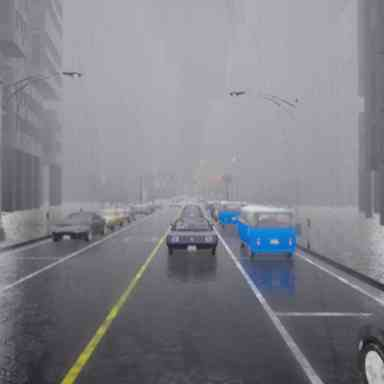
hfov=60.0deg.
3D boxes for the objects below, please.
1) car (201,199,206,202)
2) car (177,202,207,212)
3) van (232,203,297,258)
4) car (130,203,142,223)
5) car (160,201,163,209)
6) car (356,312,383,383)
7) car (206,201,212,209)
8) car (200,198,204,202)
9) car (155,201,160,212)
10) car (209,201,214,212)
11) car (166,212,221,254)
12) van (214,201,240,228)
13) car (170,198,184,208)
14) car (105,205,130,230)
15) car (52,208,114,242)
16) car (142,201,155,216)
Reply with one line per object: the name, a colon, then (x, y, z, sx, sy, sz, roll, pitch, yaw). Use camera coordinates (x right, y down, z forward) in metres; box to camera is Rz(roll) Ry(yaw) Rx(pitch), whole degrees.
car: (2.788, 2.038, 49.254, 2.008, 1.369, 4.403, 0, -1, 0)
car: (0.019, 1.851, 29.308, 1.994, 1.385, 4.181, 0, -1, 0)
van: (2.771, 1.468, 13.033, 1.690, 1.788, 3.998, 0, -1, 0)
car: (-5.747, 1.825, 28.049, 2.008, 1.369, 4.403, 0, -1, 0)
car: (-5.735, 2.089, 54.253, 2.008, 1.369, 4.403, 0, -1, 0)
car: (2.765, 1.573, 2.205, 2.008, 1.369, 4.403, 0, -1, 0)
car: (2.781, 1.906, 34.683, 1.947, 1.339, 4.313, 0, -1, 0)
car: (2.790, 2.090, 54.246, 2.008, 1.369, 4.403, 0, -1, 0)
car: (-5.740, 1.972, 43.365, 1.887, 1.381, 4.507, 0, -1, 0)
car: (2.778, 1.814, 29.440, 1.752, 1.417, 4.829, 0, -1, 0)
car: (0.009, 1.738, 14.115, 1.895, 1.301, 4.718, 0, -1, 0)
van: (2.776, 1.574, 23.859, 1.690, 1.788, 3.998, 0, -1, 0)
car: (-2.973, 2.194, 59.636, 1.895, 1.301, 4.718, 0, -1, 0)
car: (-5.750, 1.746, 22.591, 1.752, 1.417, 4.829, 0, -1, 0)
car: (-5.752, 1.736, 17.471, 1.947, 1.339, 4.313, 0, -1, 0)
car: (-5.743, 1.924, 37.921, 2.008, 1.369, 4.403, 0, -1, 0)
